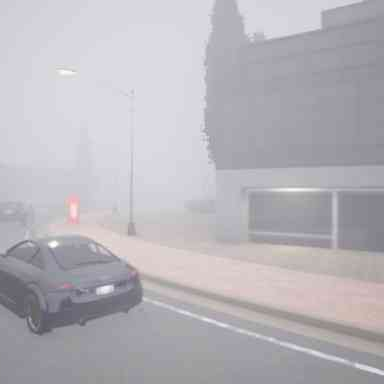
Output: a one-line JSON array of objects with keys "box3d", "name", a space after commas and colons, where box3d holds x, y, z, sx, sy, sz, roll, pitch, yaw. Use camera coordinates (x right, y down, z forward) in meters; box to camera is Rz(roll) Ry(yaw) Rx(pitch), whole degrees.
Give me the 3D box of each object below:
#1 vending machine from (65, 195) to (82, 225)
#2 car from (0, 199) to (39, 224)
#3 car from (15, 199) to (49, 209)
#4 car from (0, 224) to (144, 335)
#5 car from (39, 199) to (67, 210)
[{"box3d": [-8.644, 1.306, 24.331, 1.100, 2.100, 0.880, 0, 0, -17], "name": "vending machine"}, {"box3d": [-12.893, 1.436, 24.335, 2.097, 1.767, 4.553, 1, 0, -17], "name": "car"}, {"box3d": [-23.186, 1.704, 48.333, 1.812, 1.442, 4.674, 0, -1, 16], "name": "car"}, {"box3d": [-2.875, 1.595, 6.936, 4.181, 1.385, 1.994, 0, 0, 44], "name": "car"}, {"box3d": [-19.751, 1.722, 47.714, 1.812, 1.442, 4.674, 0, 0, 16], "name": "car"}]
